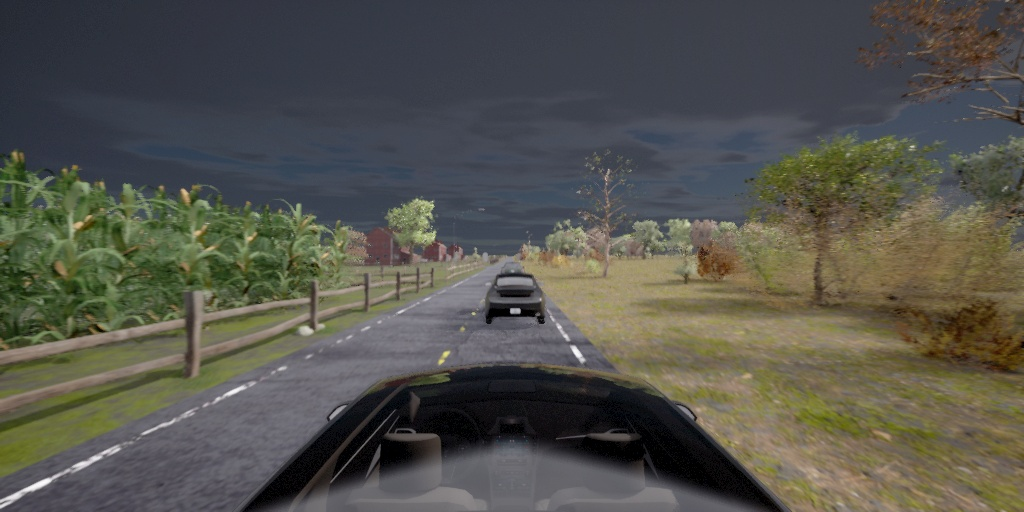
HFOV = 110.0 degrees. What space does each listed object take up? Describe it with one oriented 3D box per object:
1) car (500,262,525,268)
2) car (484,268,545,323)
[{"bbox_3d":[0.046,1.295,31.630,2.097,1.767,4.553,0,0,0],"label":"car"},{"bbox_3d":[0.095,1.328,12.554,1.837,1.490,4.892,0,0,0],"label":"car"}]
